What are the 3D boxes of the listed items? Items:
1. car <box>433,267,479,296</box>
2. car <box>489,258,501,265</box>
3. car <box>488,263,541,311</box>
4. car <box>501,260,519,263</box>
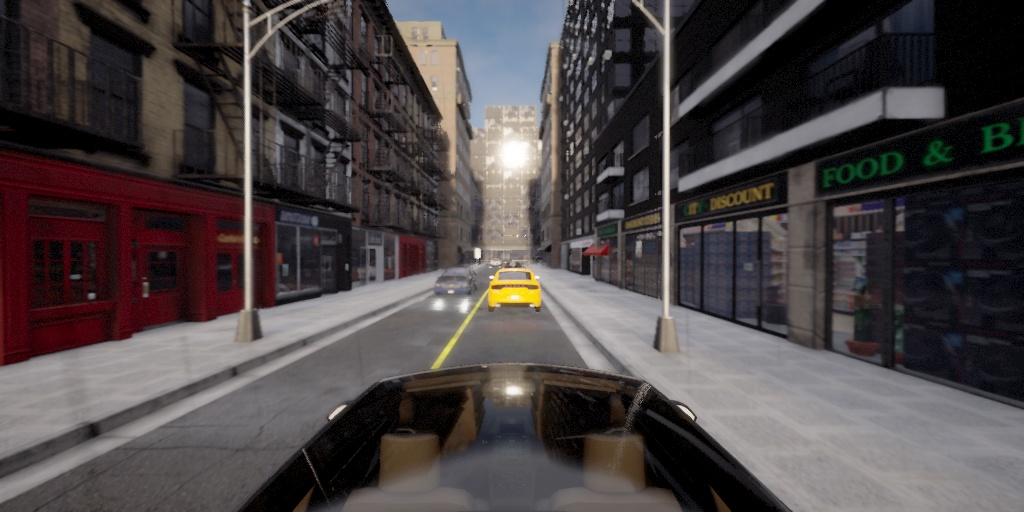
[{"bbox_3d":[-2.850,1.286,19.417,2.033,1.411,5.357,0,0,0],"label":"car"},{"bbox_3d":[-2.773,1.142,62.228,1.812,1.442,4.674,0,0,1],"label":"car"},{"bbox_3d":[0.100,1.222,14.445,1.882,1.535,5.008,0,0,0],"label":"car"},{"bbox_3d":[0.102,1.235,34.761,1.812,1.442,4.674,0,0,0],"label":"car"}]
